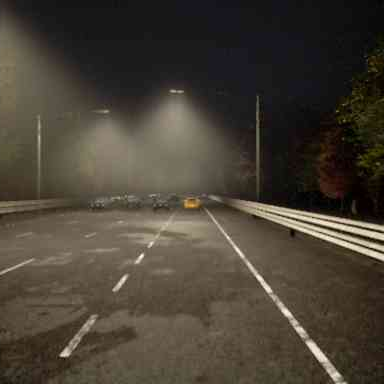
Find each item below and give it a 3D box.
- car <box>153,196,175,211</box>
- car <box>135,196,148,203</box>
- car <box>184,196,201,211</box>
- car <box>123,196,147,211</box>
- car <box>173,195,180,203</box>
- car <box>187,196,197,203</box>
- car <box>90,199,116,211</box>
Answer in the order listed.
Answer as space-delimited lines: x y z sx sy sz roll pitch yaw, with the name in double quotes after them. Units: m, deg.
-3.487 1.506 39.438 2.033 1.411 5.357 0 0 0 "car"
-10.484 1.480 69.265 2.033 1.411 5.357 0 0 0 "car"
0.025 1.435 40.590 1.882 1.535 5.008 0 0 0 "car"
-6.979 1.450 40.121 2.128 1.511 4.902 0 0 0 "car"
-3.484 1.418 69.933 1.882 1.535 5.008 0 0 0 "car"
0.016 1.481 70.015 2.033 1.411 5.357 0 0 0 "car"
-10.485 1.505 39.444 2.033 1.411 5.357 0 0 0 "car"
